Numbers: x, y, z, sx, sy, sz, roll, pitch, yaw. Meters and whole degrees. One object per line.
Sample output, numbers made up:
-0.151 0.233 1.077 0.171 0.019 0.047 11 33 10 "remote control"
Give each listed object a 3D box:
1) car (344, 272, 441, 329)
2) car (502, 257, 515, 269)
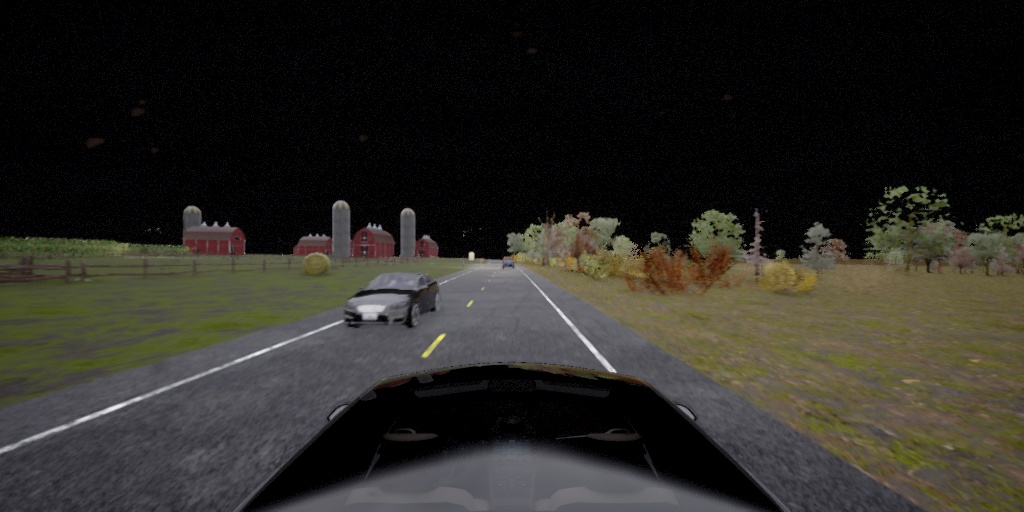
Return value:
-3.565 1.270 11.496 2.128 1.511 4.902 0 0 0 "car"
-0.605 1.282 61.492 2.097 1.767 4.553 0 0 -1 "car"
